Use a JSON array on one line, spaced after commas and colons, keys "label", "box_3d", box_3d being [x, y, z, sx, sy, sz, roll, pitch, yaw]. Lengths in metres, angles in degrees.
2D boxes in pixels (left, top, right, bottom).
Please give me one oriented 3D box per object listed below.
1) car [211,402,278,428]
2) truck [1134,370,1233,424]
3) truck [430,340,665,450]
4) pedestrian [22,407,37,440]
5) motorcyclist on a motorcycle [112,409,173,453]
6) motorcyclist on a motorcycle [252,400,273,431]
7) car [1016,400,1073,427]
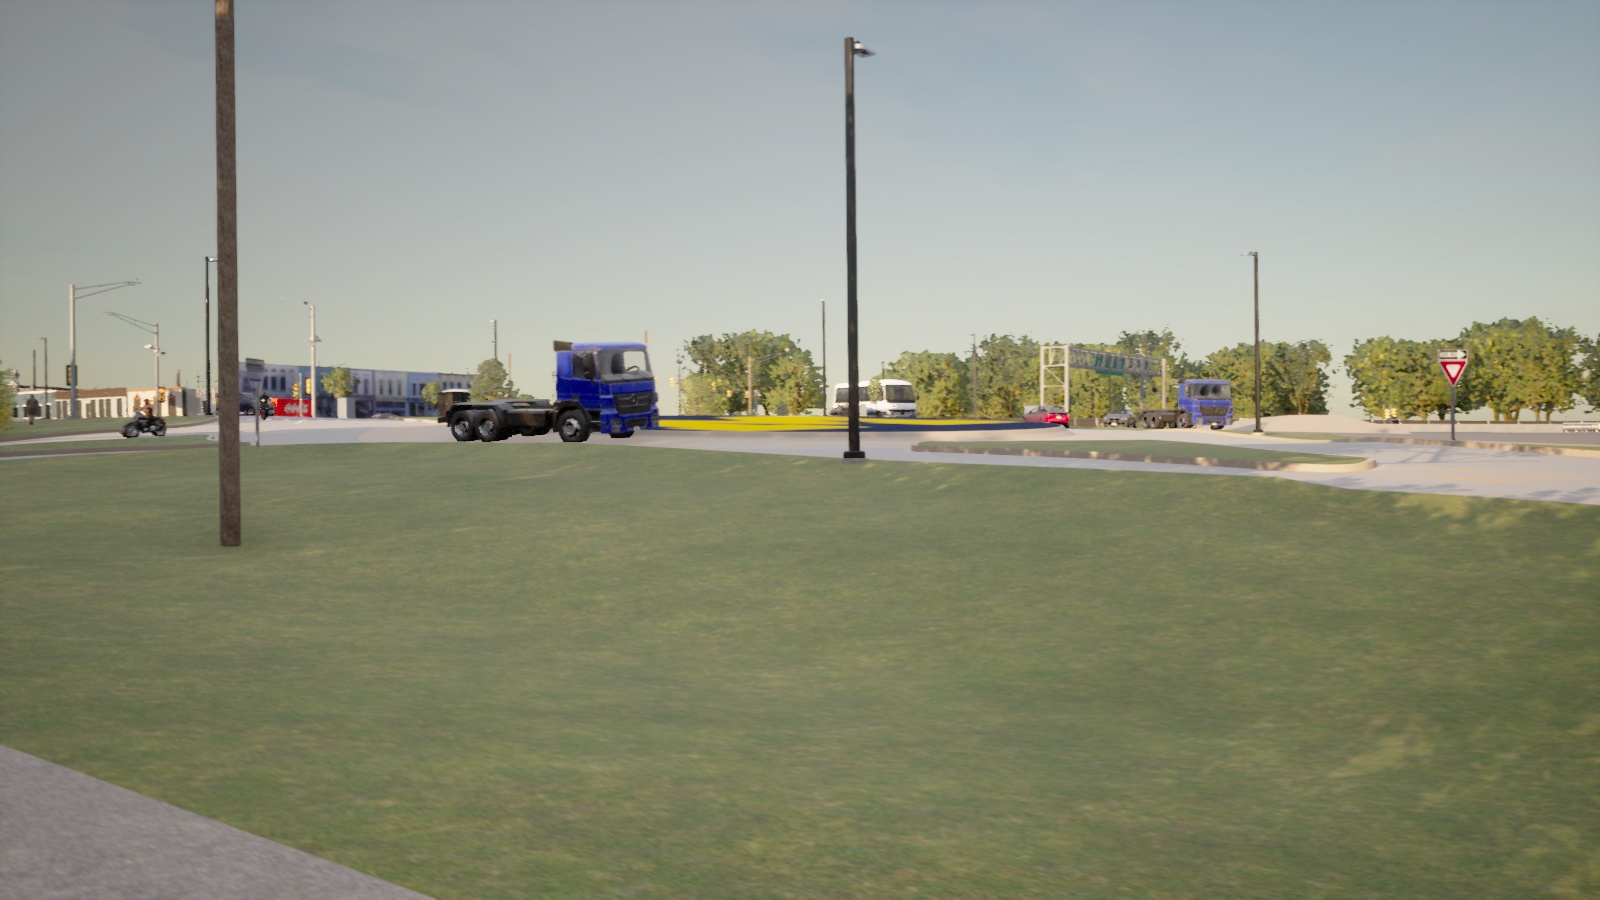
[{"label": "car", "box_3d": [-34.717, -2.176, 78.491, 3.705, 1.549, 1.789, 0, 1, 22]}, {"label": "truck", "box_3d": [25.871, -3.562, 85.205, 2.891, 3.462, 7.936, -1, 2, -13]}, {"label": "truck", "box_3d": [-8.835, -1.919, 43.662, 7.936, 3.462, 2.891, 1, 6, 31]}, {"label": "pedestrian", "box_3d": [-46.411, -1.616, 75.660, 0.659, 1.952, 0.873, -2, 0, -37]}, {"label": "motorcyclist on a motorcycle", "box_3d": [-26.679, -0.800, 50.991, 0.766, 1.649, 2.350, -2, 4, 11]}, {"label": "motorcyclist on a motorcycle", "box_3d": [-29.302, -1.894, 68.487, 0.866, 1.590, 1.817, -2, 3, -20]}, {"label": "car", "box_3d": [15.787, -2.393, 81.435, 2.007, 1.525, 4.514, 2, 2, -11]}]
